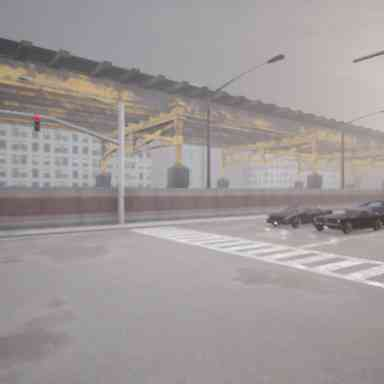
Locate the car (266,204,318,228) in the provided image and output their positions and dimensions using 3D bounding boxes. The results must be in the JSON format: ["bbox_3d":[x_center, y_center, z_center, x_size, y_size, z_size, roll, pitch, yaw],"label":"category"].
[{"bbox_3d":[7.352,1.525,22.129,5.357,1.411,2.033,0,0,-35],"label":"car"}]

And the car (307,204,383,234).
[{"bbox_3d":[9.040,1.579,19.049,4.718,1.301,1.895,0,0,-33],"label":"car"}]

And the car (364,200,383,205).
[{"bbox_3d":[15.408,1.444,27.865,5.008,1.535,1.882,0,0,-35],"label":"car"}]
